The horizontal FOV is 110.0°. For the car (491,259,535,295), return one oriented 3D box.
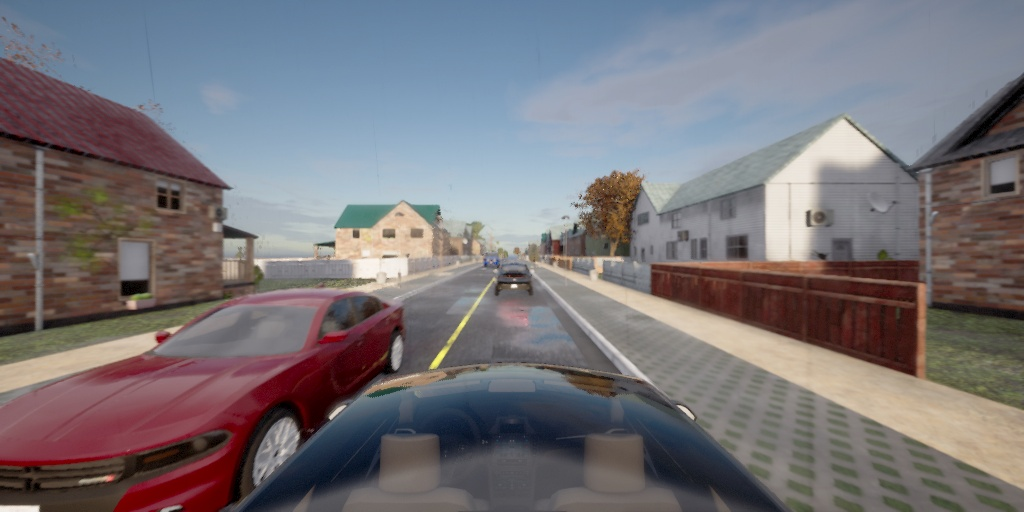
[{"bbox_3d":[0.095,1.073,18.238,1.837,1.490,4.892,0,0,0],"label":"car"}]

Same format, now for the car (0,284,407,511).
[{"bbox_3d":[-2.850,1.195,4.563,1.882,1.535,5.008,0,1,0],"label":"car"}]

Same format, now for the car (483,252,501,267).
[{"bbox_3d":[-2.765,0.503,50.136,2.150,2.045,5.566,0,0,0],"label":"car"}]
